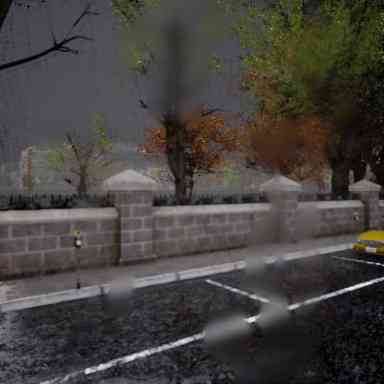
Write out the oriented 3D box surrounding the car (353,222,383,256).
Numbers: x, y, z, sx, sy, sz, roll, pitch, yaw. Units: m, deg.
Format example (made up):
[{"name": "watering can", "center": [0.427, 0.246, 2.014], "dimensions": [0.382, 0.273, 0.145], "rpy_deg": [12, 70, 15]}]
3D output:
[{"name": "car", "center": [7.683, 1.525, 12.038], "dimensions": [4.829, 1.417, 1.752], "rpy_deg": [0, 0, -35]}]
